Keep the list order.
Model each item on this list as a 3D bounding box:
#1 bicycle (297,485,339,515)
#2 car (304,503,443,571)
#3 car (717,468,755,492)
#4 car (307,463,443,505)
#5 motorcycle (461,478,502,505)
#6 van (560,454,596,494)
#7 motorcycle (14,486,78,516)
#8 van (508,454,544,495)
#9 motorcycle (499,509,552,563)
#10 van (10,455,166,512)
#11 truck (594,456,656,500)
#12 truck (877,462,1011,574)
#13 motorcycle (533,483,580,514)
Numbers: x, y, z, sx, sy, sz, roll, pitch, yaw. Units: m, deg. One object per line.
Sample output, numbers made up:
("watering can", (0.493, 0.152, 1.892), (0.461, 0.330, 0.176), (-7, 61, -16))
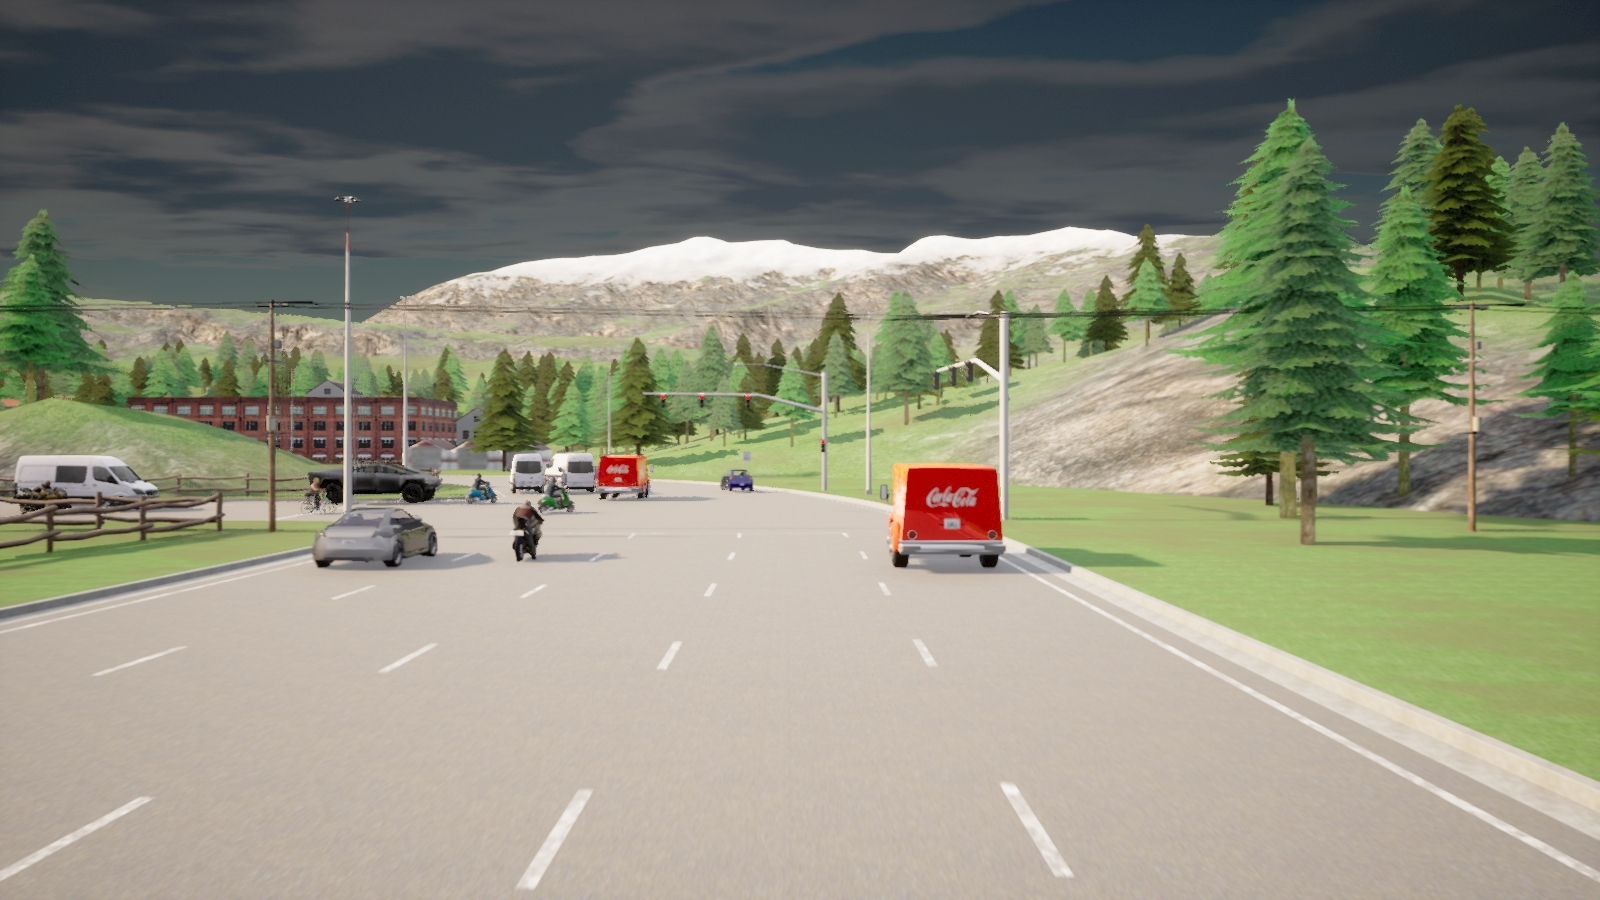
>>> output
("bicycle", (-20.907, 2.159, 49.584), (1.487, 1.276, 0.859), (0, -1, -6))
("car", (-10.570, 2.119, 28.676), (1.994, 1.385, 4.181), (0, 0, -1))
("car", (-4.348, 2.039, 77.650), (1.845, 1.501, 3.633), (0, 0, -16))
("car", (-22.276, 1.755, 60.060), (6.274, 2.098, 2.390), (0, 0, -4))
("motorcycle", (-16.471, 2.143, 59.166), (1.805, 1.316, 0.856), (0, -6, -44))
("van", (-14.761, 1.536, 75.664), (1.988, 2.561, 5.915), (0, 0, -15))
("motorcycle", (-32.488, 2.207, 49.252), (2.209, 1.251, 0.867), (0, 0, -1))
("van", (-18.084, 1.536, 75.265), (1.988, 2.561, 5.915), (0, 0, -17))
("motorcycle", (-7.093, 2.206, 29.611), (0.867, 1.251, 2.209), (0, 0, -1))
("van", (-32.793, 1.536, 52.743), (5.915, 2.561, 1.988), (0, 0, -1))
("truck", (-10.065, 1.566, 66.143), (2.627, 2.467, 5.204), (0, 0, 1))
("truck", (3.433, 1.568, 28.507), (2.627, 2.467, 5.204), (0, 0, -1))
("motorcycle", (-10.721, 2.143, 50.291), (1.805, 1.316, 0.856), (0, -3, -38))
